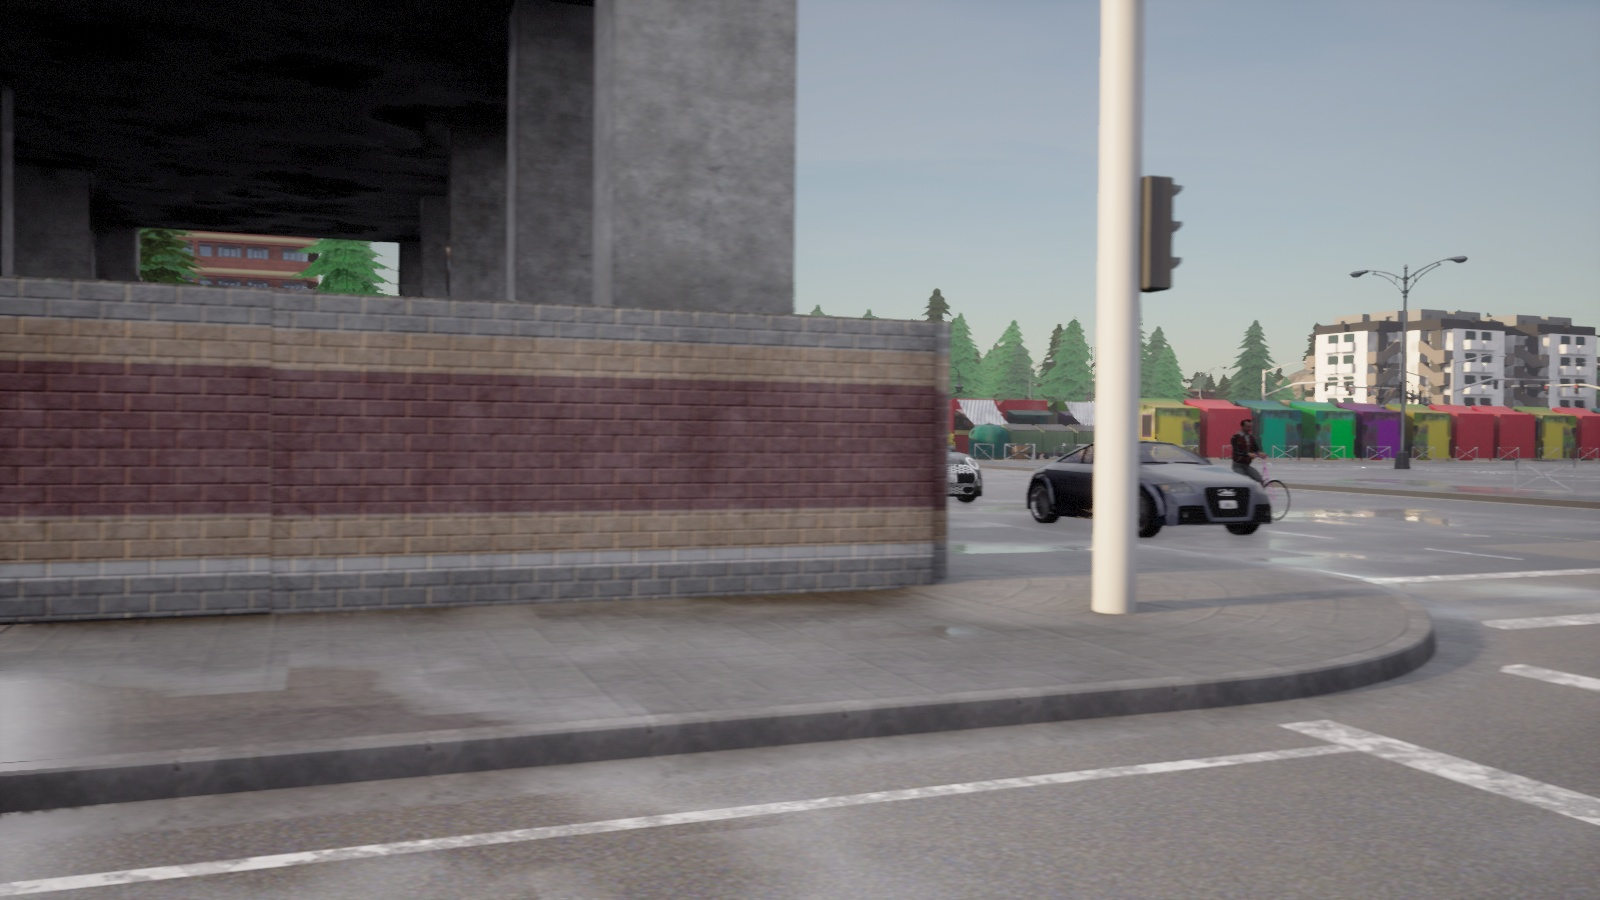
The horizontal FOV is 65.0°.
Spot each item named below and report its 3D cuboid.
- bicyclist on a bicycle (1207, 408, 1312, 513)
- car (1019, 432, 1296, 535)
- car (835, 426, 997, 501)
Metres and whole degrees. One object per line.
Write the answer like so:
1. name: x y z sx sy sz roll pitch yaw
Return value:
1. bicyclist on a bicycle: 8.089 0.163 22.186 0.659 1.776 1.843 -1 1 -21
2. car: 5.380 0.429 19.510 1.994 1.385 4.181 -1 1 -21
3. car: 2.404 0.239 27.091 1.970 1.475 3.806 -1 1 -21
